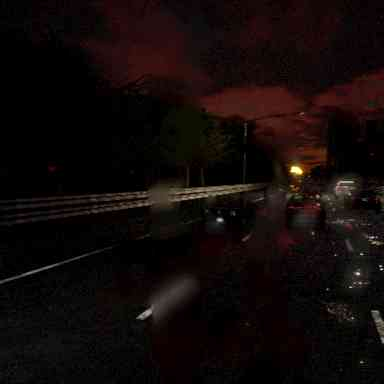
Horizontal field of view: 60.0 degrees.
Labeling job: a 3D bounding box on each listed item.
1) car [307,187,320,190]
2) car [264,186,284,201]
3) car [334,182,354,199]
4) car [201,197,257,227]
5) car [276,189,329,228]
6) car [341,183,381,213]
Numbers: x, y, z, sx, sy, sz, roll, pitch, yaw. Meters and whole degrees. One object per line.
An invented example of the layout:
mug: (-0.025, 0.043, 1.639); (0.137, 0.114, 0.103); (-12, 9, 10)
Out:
car: (12.427, 0.249, 34.115); (1.812, 1.442, 4.674); (2, 3, 21)
car: (8.515, 0.175, 33.669); (1.837, 1.490, 4.892); (2, 3, 21)
car: (18.272, -0.206, 39.677); (2.150, 2.045, 5.566); (2, 2, 21)
car: (2.088, 0.886, 17.033); (1.895, 1.301, 4.718); (2, 3, 21)
car: (5.814, 0.854, 16.951); (2.128, 1.511, 4.902); (2, 3, 21)
car: (12.568, 0.502, 24.714); (2.097, 1.767, 4.553); (2, 3, 21)
